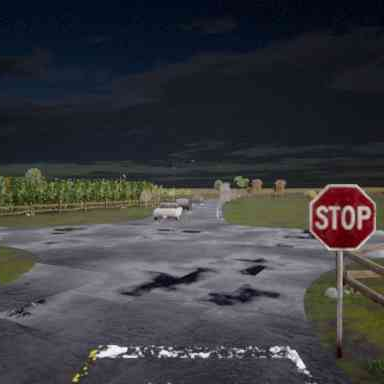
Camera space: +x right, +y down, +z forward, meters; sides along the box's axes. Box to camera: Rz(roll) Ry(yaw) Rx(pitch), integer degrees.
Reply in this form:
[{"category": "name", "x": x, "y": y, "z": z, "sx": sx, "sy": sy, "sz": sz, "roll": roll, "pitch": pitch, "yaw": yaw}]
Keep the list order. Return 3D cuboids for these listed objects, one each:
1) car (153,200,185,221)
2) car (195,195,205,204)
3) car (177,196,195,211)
[{"category": "car", "x": -1.930, "y": 1.589, "z": 27.276, "sx": 1.895, "sy": 1.301, "sz": 4.718, "roll": 0, "pitch": 0, "yaw": 3}, {"category": "car", "x": 1.209, "y": 1.289, "z": 61.859, "sx": 2.097, "sy": 1.767, "sz": 4.553, "roll": 0, "pitch": 0, "yaw": 7}, {"category": "car", "x": -1.062, "y": 1.453, "z": 39.814, "sx": 1.882, "sy": 1.535, "sz": 5.008, "roll": 0, "pitch": 0, "yaw": 5}]
